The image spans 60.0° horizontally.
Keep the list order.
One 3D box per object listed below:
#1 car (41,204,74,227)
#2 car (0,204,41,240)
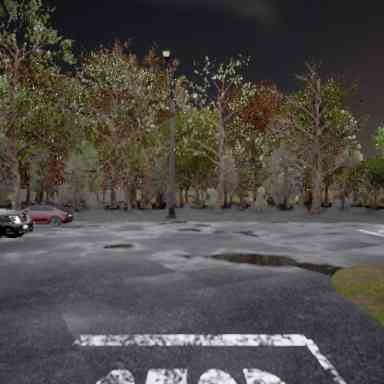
[{"bbox_3d":[-9.938,1.495,21.772,4.181,1.385,1.994,0,0,1],"label":"car"},{"bbox_3d":[-10.102,1.157,14.747,5.566,2.045,2.150,1,0,1],"label":"car"}]
